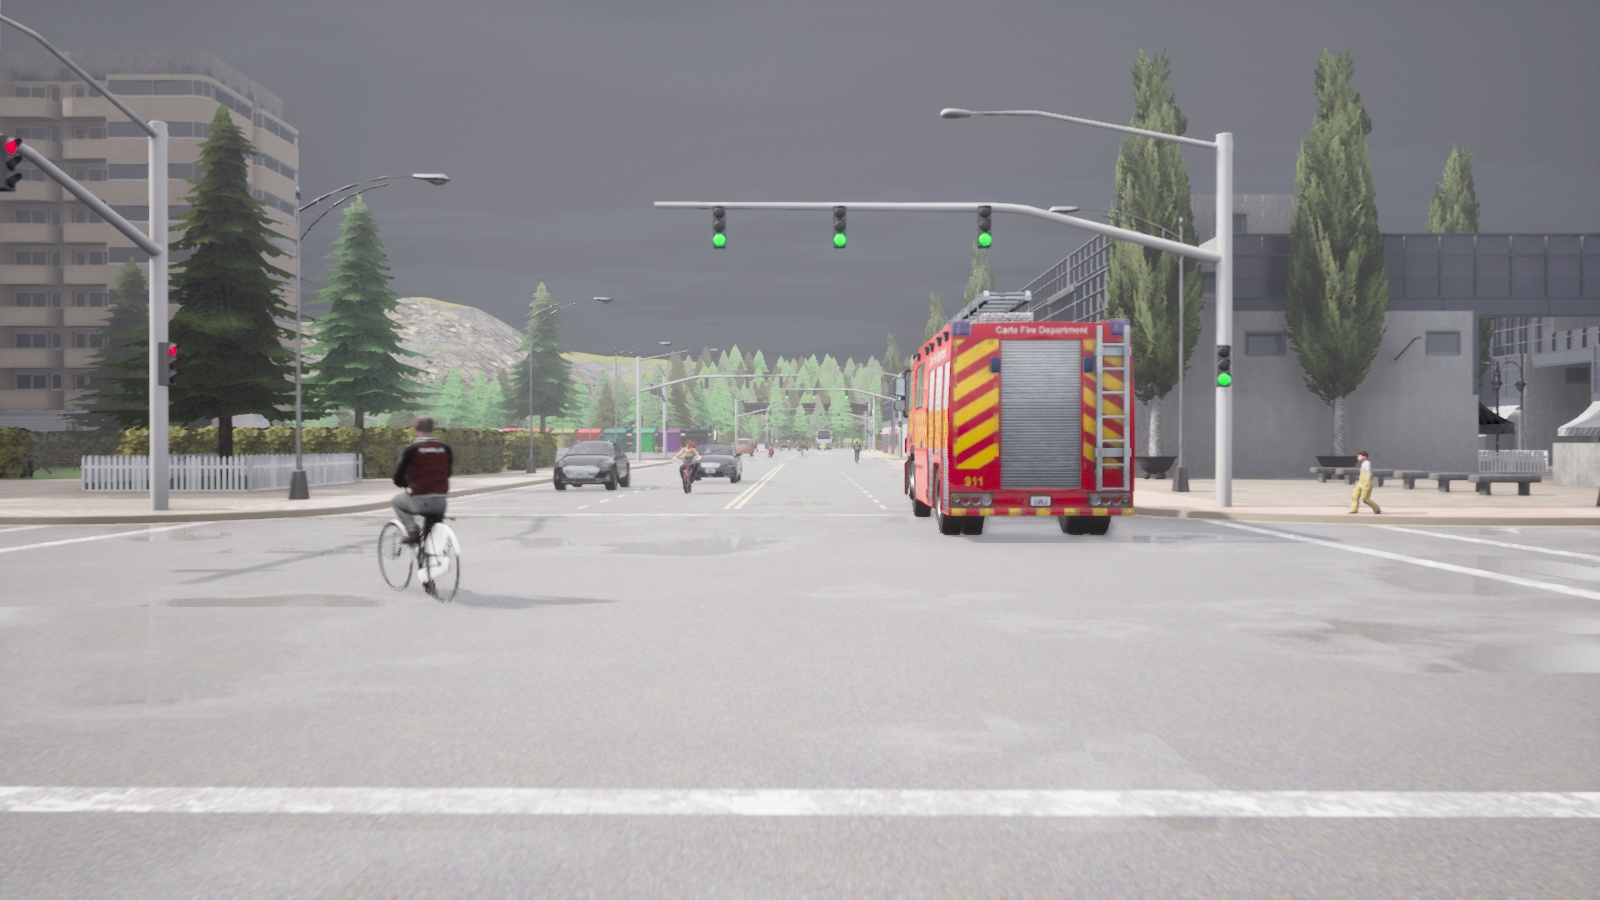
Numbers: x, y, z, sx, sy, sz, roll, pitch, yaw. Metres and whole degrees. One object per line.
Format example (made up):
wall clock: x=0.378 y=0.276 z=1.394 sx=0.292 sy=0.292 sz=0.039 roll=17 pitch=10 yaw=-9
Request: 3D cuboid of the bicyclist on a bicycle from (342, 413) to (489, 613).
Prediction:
bicyclist on a bicycle: x=-3.727 y=0.546 z=12.077 sx=0.659 sy=1.776 sz=1.843 roll=-2 pitch=2 yaw=-40

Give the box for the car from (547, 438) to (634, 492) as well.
car: x=-6.750 y=0.441 z=40.973 sx=2.033 sy=1.649 sz=4.856 roll=0 pitch=0 yaw=0

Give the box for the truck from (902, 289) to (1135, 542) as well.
truck: x=3.650 y=-0.546 z=23.268 sx=2.891 sy=3.827 sz=8.468 roll=0 pitch=0 yaw=0

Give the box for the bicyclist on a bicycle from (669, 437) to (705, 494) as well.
bicyclist on a bicycle: x=-3.271 y=0.473 z=36.486 sx=0.866 sy=1.612 sz=1.509 roll=0 pitch=-2 yaw=1

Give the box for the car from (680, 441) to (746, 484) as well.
car: x=-3.213 y=0.434 z=47.427 sx=2.128 sy=1.511 sz=4.902 roll=0 pitch=0 yaw=0

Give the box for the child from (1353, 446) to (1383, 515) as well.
child: x=10.559 y=0.562 z=23.346 sx=0.437 sy=1.263 sz=0.270 roll=0 pitch=0 yaw=2
